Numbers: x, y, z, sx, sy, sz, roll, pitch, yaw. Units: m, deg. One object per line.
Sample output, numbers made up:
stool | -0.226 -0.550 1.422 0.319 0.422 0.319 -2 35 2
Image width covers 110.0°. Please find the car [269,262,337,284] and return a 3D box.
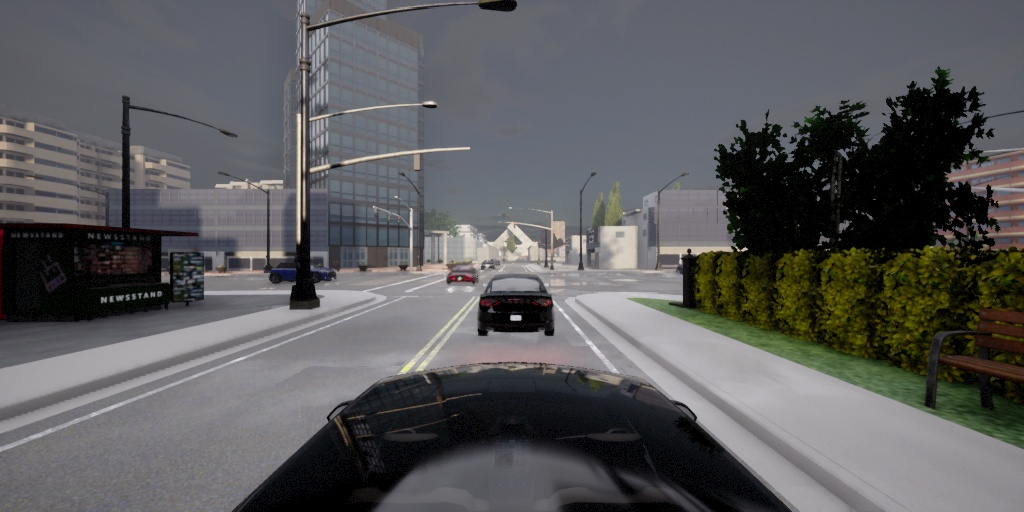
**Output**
car | -16.275 1.210 28.084 4.553 1.767 2.097 -1 0 0

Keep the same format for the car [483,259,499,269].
car | -3.370 1.242 51.612 2.128 1.511 4.902 0 0 0

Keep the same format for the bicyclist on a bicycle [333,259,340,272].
bicyclist on a bicycle | -21.803 1.216 44.543 0.582 1.620 1.656 -1 0 0

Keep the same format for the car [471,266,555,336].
car | 0.114 1.228 10.474 1.882 1.535 5.008 0 0 1

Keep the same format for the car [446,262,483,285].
car | -3.499 1.333 26.097 1.994 1.385 4.181 0 0 0

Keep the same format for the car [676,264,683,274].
car | 20.294 1.056 38.904 4.553 1.767 2.097 0 0 0
